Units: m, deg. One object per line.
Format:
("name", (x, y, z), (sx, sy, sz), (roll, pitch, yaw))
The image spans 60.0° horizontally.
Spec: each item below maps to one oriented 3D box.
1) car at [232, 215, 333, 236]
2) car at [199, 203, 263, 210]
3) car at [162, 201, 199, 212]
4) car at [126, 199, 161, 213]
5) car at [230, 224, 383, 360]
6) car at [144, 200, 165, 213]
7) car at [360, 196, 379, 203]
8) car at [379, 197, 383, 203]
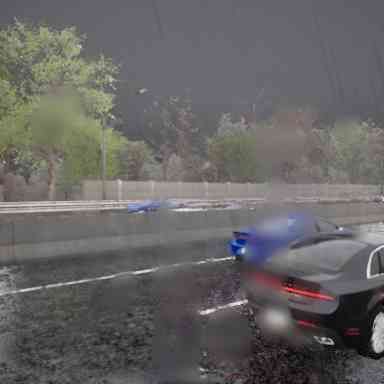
("car", (3.471, 1.456, 10.521), (5.008, 1.535, 1.882), (0, 0, -35))
("car", (3.446, 1.508, 23.644), (5.357, 1.411, 2.033), (0, 0, -36))
("car", (0.362, 1.564, 25.742), (4.718, 1.301, 1.895), (0, 0, -35))
("car", (-3.661, 1.441, 30.893), (5.008, 1.535, 1.882), (0, 0, -38))
("car", (3.139, 1.490, 5.988), (4.892, 1.490, 1.837), (0, 0, -35))
("car", (-1.422, 1.563, 28.769), (4.718, 1.301, 1.895), (0, 0, -35))
("car", (29.977, 1.406, 55.369), (4.892, 1.490, 1.837), (0, 0, -35))
("car", (32.207, 1.255, 52.669), (4.553, 1.767, 2.097), (0, 0, -35))
